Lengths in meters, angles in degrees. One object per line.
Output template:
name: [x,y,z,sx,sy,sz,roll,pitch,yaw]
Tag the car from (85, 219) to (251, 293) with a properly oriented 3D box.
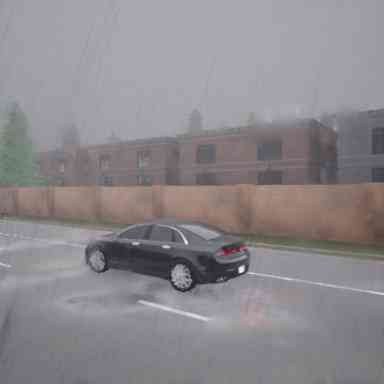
car: [-0.851,1.484,8.902,4.892,1.490,1.837,0,0,36]
